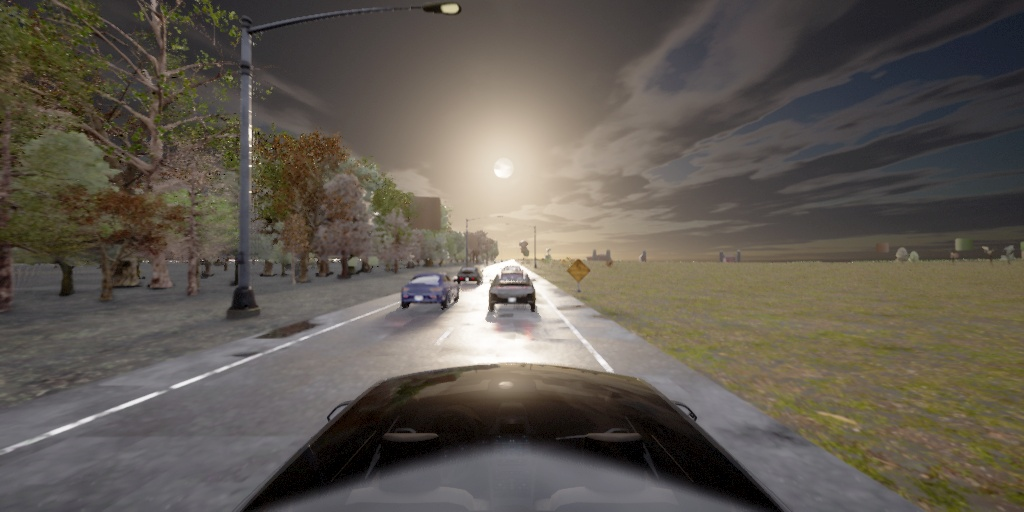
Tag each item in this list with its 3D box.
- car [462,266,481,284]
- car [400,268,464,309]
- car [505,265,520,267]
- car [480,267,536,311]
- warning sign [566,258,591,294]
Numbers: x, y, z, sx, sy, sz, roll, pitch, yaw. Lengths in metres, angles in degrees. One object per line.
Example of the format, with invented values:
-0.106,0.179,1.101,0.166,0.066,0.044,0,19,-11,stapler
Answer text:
-3.479,1.570,30.349,1.837,1.490,4.892,0,0,0,car
-3.476,1.428,15.743,1.812,1.442,4.674,0,0,0,car
0.029,1.548,31.098,1.882,1.535,5.008,0,0,1,car
0.019,1.391,15.350,2.128,1.511,4.902,0,0,0,car
3.552,1.054,19.059,1.300,1.860,1.060,0,0,0,warning sign
